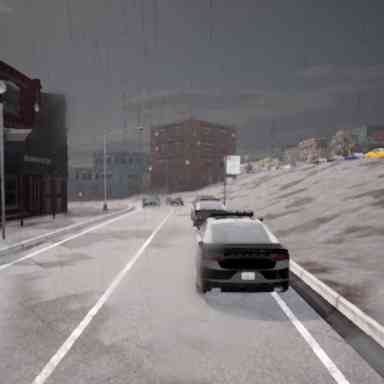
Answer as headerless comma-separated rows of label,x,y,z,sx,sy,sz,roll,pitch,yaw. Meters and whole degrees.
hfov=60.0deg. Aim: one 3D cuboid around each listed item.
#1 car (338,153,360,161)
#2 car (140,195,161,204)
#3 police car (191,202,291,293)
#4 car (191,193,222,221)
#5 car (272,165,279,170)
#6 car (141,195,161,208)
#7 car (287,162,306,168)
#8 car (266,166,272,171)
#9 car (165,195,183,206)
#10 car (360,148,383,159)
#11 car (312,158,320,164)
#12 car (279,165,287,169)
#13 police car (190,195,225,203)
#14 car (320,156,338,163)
car,21.917,-4.492,44.236,2.002,1.452,4.674,0,2,-3
car,-7.405,1.329,58.842,1.837,1.490,4.892,-1,-1,-31
police car,1.016,1.290,8.654,1.930,1.638,5.238,0,1,0
car,0.951,1.009,24.522,2.097,1.767,4.553,0,0,0
car,20.939,-5.595,77.382,2.185,1.767,4.553,0,1,-1
car,-5.067,1.204,41.257,1.994,1.385,4.181,0,0,-12
car,21.227,-5.296,66.220,2.185,1.767,4.553,0,2,-1
car,20.797,-5.739,82.899,2.185,1.767,4.553,0,1,-1
car,-2.482,1.168,46.243,1.812,1.442,4.674,-1,-1,-16
car,22.291,-4.347,38.702,2.097,1.535,5.008,0,2,-4
car,21.510,-4.874,55.290,2.231,1.521,4.892,0,2,-1
car,21.086,-5.278,71.714,2.002,1.452,4.674,0,2,-1
police car,0.976,1.144,18.658,1.930,1.638,5.238,0,1,0
car,21.661,-4.712,49.774,2.231,1.521,4.892,0,2,-2
